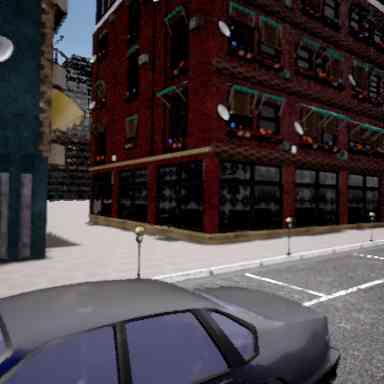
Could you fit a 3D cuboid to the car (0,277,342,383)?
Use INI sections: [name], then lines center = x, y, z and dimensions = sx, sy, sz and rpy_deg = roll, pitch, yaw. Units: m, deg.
[car]
center = -0.970, 1.552, 2.685
dimensions = 5.357, 1.411, 2.033
rpy_deg = 0, 0, -36
